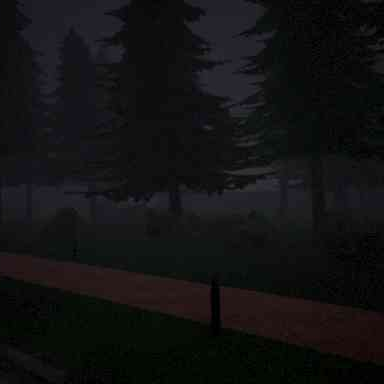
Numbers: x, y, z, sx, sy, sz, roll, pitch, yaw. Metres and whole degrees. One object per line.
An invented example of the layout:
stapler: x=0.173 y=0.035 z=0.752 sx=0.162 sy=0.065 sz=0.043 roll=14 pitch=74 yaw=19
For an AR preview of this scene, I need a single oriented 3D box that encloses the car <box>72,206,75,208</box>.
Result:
car: x=-13.463 y=1.747 z=44.750 sx=2.033 sy=1.411 sz=5.357 roll=-1 pitch=0 yaw=33
